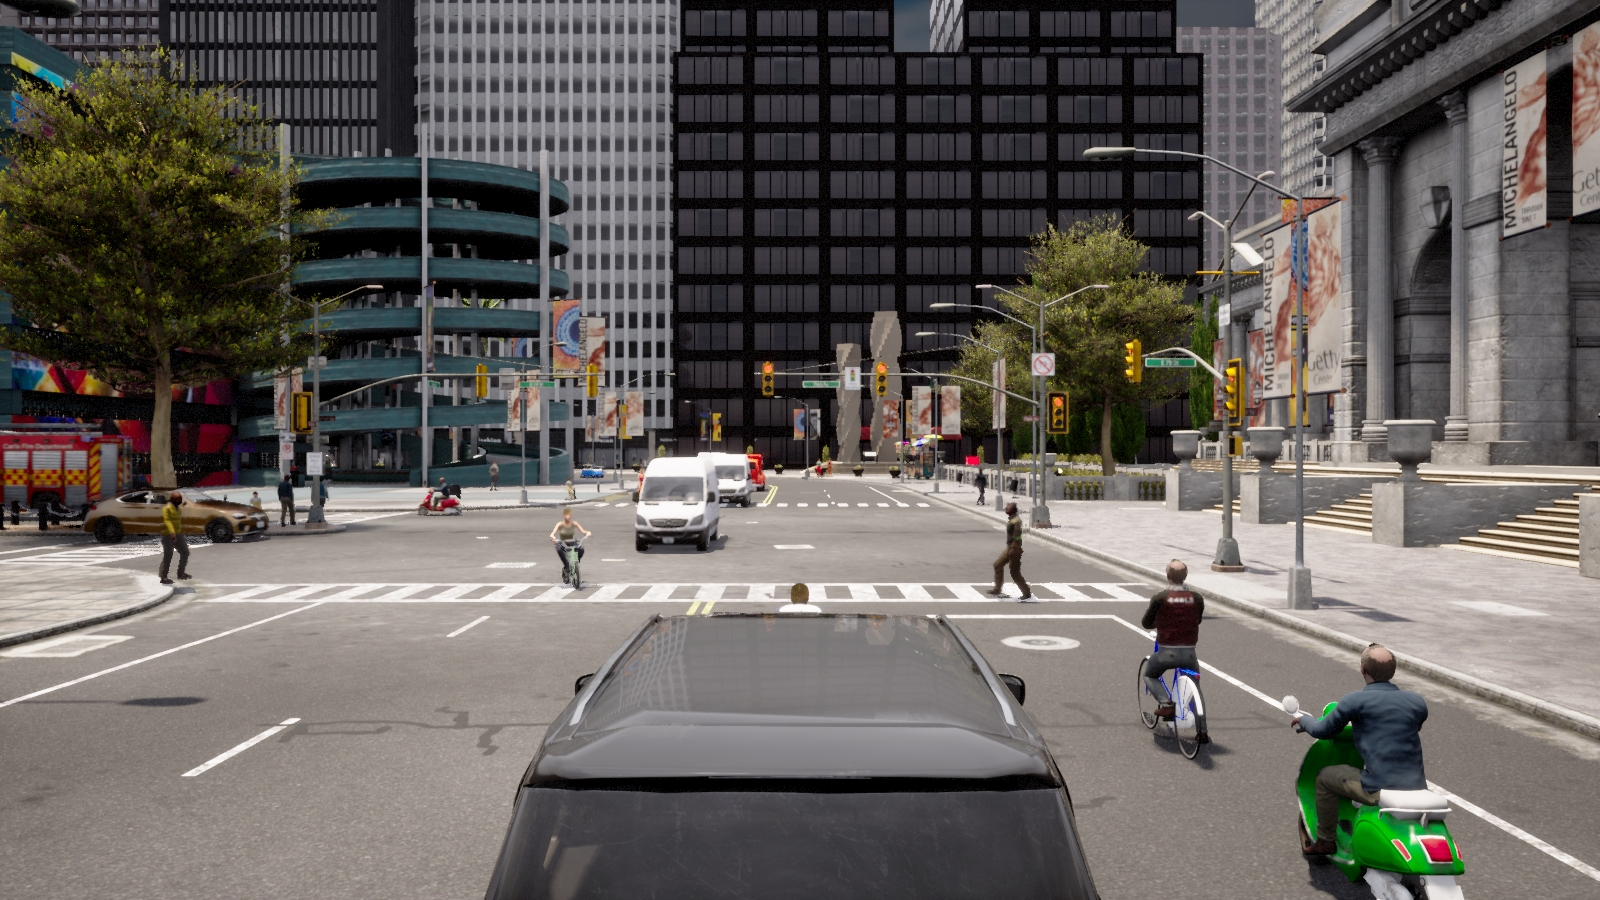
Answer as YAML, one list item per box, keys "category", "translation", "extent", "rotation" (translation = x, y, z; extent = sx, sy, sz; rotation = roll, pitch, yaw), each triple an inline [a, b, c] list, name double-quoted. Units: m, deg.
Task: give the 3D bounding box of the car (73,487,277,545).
- category: "car"
  translation: [-18.968, 1.978, 34.835]
  extent: [5.027, 1.651, 2.152]
  rotation: [0, 0, -1]

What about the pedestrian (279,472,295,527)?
- category: "pedestrian"
  translation: [-17.525, 1.688, 39.045]
  extent: [0.375, 1.860, 0.375]
  rotation: [0, 0, 4]

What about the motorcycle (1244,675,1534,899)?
- category: "motorcycle"
  translation: [3.509, 2.179, 7.029]
  extent: [0.856, 1.236, 1.805]
  rotation: [0, 0, 0]

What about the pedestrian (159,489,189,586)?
- category: "pedestrian"
  translation: [-12.206, 1.689, 22.282]
  extent: [0.375, 1.860, 0.375]
  rotation: [0, 0, 10]

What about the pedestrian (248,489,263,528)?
- category: "pedestrian"
  translation: [-18.487, 1.969, 38.797]
  extent: [0.375, 1.300, 0.375]
  rotation: [0, 0, -37]

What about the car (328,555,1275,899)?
- category: "car"
  translation: [0.021, 1.777, 5.375]
  extent: [2.150, 2.045, 5.566]
  rotation: [0, 0, 0]

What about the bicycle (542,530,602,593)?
- category: "bicycle"
  translation: [-4.636, 2.247, 23.198]
  extent: [0.859, 1.080, 1.487]
  rotation: [-2, 1, -23]

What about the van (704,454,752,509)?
- category: "van"
  translation: [-3.524, 1.510, 56.915]
  extent: [1.988, 2.561, 5.915]
  rotation: [0, 0, 0]

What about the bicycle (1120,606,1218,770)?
- category: "bicycle"
  translation: [3.482, 2.205, 10.903]
  extent: [0.329, 1.171, 1.835]
  rotation: [0, 0, 0]

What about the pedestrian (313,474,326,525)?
- category: "pedestrian"
  translation: [-17.718, 1.832, 42.109]
  extent: [0.375, 1.860, 0.375]
  rotation: [0, 0, -10]

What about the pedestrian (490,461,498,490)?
- category: "pedestrian"
  translation: [-19.758, 1.667, 73.700]
  extent: [0.375, 1.860, 0.375]
  rotation: [0, 0, 6]

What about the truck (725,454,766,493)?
- category: "truck"
  translation: [-3.602, 1.531, 76.495]
  extent: [2.627, 2.467, 5.204]
  rotation: [0, 0, -1]

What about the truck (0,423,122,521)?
- category: "truck"
  translation: [-32.525, 0.872, 46.204]
  extent: [8.468, 3.827, 2.891]
  rotation: [0, 0, 0]

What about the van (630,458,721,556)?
- category: "van"
  translation: [-3.515, 1.521, 33.315]
  extent: [1.988, 2.561, 5.915]
  rotation: [0, 0, 0]

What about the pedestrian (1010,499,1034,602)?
- category: "pedestrian"
  translation: [4.077, 1.841, 21.005]
  extent: [0.375, 1.860, 0.375]
  rotation: [0, 0, 0]

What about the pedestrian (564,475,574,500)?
- category: "pedestrian"
  translation: [-11.957, 1.953, 59.137]
  extent: [0.375, 1.300, 0.375]
  rotation: [0, 0, 20]

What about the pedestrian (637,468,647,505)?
- category: "pedestrian"
  translation: [-8.016, 1.826, 57.901]
  extent: [0.375, 1.860, 0.375]
  rotation: [0, 0, -26]

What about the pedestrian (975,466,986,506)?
- category: "pedestrian"
  translation: [8.481, 1.675, 53.713]
  extent: [0.375, 1.860, 0.375]
  rotation: [0, 0, -12]
